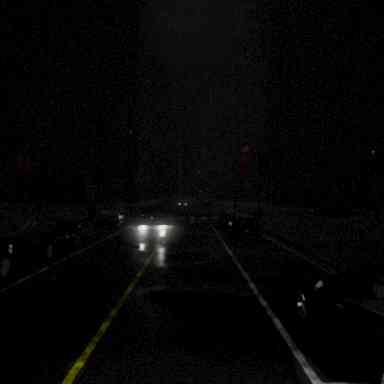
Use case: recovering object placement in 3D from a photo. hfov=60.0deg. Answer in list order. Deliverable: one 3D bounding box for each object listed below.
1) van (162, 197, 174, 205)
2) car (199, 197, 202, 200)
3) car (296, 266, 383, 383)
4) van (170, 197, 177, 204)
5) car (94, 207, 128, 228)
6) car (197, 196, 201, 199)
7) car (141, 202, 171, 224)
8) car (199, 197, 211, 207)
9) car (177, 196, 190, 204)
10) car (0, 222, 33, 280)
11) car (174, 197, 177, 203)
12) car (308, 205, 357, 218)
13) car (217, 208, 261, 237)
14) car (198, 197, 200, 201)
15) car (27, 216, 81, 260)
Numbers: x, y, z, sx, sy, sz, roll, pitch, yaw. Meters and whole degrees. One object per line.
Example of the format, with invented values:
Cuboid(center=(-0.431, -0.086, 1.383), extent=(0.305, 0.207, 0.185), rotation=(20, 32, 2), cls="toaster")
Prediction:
Cuboid(center=(-5.512, 2.079, 71.678), extent=(1.690, 1.788, 3.998), rotation=(0, -1, 1), cls="van")
Cuboid(center=(3.014, 2.264, 71.770), extent=(1.752, 1.417, 4.829), rotation=(0, -1, 1), cls="car")
Cuboid(center=(2.765, 1.611, 4.344), extent=(1.947, 1.339, 4.313), rotation=(0, -1, 0), cls="car")
Cuboid(center=(-5.309, 2.312, 93.726), extent=(1.690, 1.788, 3.998), rotation=(0, -1, 1), cls="van")
Cuboid(center=(-5.758, 1.792, 23.911), extent=(2.008, 1.369, 4.403), rotation=(0, -1, 0), cls="car")
Cuboid(center=(3.114, 2.169, 82.627), extent=(2.192, 1.841, 5.009), rotation=(0, -1, 1), cls="car")
Cuboid(center=(-3.016, 1.786, 27.561), extent=(1.837, 1.490, 4.892), rotation=(0, -1, 0), cls="car")
Cuboid(center=(2.961, 2.230, 66.087), extent=(2.008, 1.369, 4.403), rotation=(0, -1, 1), cls="car")
Cuboid(center=(-2.549, 2.184, 93.664), extent=(2.150, 2.045, 5.566), rotation=(0, -1, 1), cls="car")
Cuboid(center=(-5.760, 1.627, 7.578), extent=(2.008, 1.369, 4.403), rotation=(0, -1, 0), cls="car")
Cuboid(center=(-5.411, 2.420, 82.699), extent=(1.947, 1.339, 4.313), rotation=(0, -1, 1), cls="car")
Cuboid(center=(16.566, 2.260, 39.419), extent=(5.357, 1.411, 2.033), rotation=(1, -1, 0), cls="car")
Cuboid(center=(2.766, 1.742, 18.914), extent=(2.008, 1.369, 4.403), rotation=(0, -1, 0), cls="car")
Cuboid(center=(3.063, 2.346, 77.112), extent=(2.008, 1.369, 4.403), rotation=(0, -1, 1), cls="car")
Cuboid(center=(-5.759, 1.676, 13.022), extent=(1.887, 1.381, 4.507), rotation=(0, -1, 0), cls="car")
